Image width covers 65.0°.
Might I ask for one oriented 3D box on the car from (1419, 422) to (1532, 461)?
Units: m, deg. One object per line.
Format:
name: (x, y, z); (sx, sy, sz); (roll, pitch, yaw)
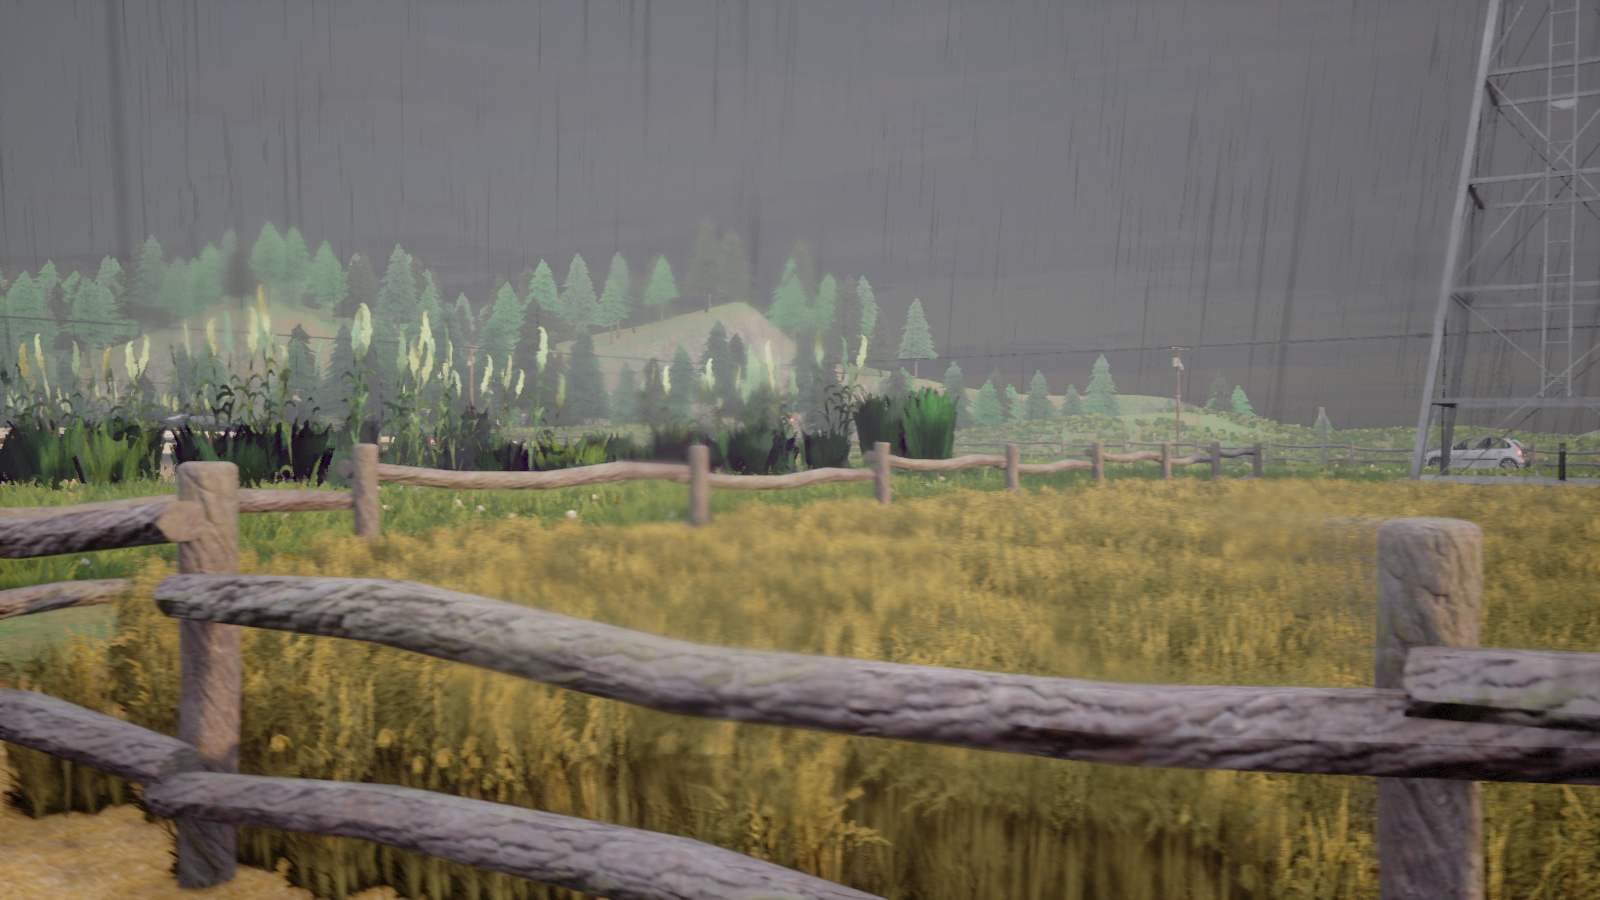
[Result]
car: (28.749, -0.361, 53.490); (3.988, 1.617, 1.851); (0, 1, 39)

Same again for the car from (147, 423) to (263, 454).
car: (-30.374, -0.570, 64.183); (1.882, 1.535, 5.008); (0, 0, 41)
